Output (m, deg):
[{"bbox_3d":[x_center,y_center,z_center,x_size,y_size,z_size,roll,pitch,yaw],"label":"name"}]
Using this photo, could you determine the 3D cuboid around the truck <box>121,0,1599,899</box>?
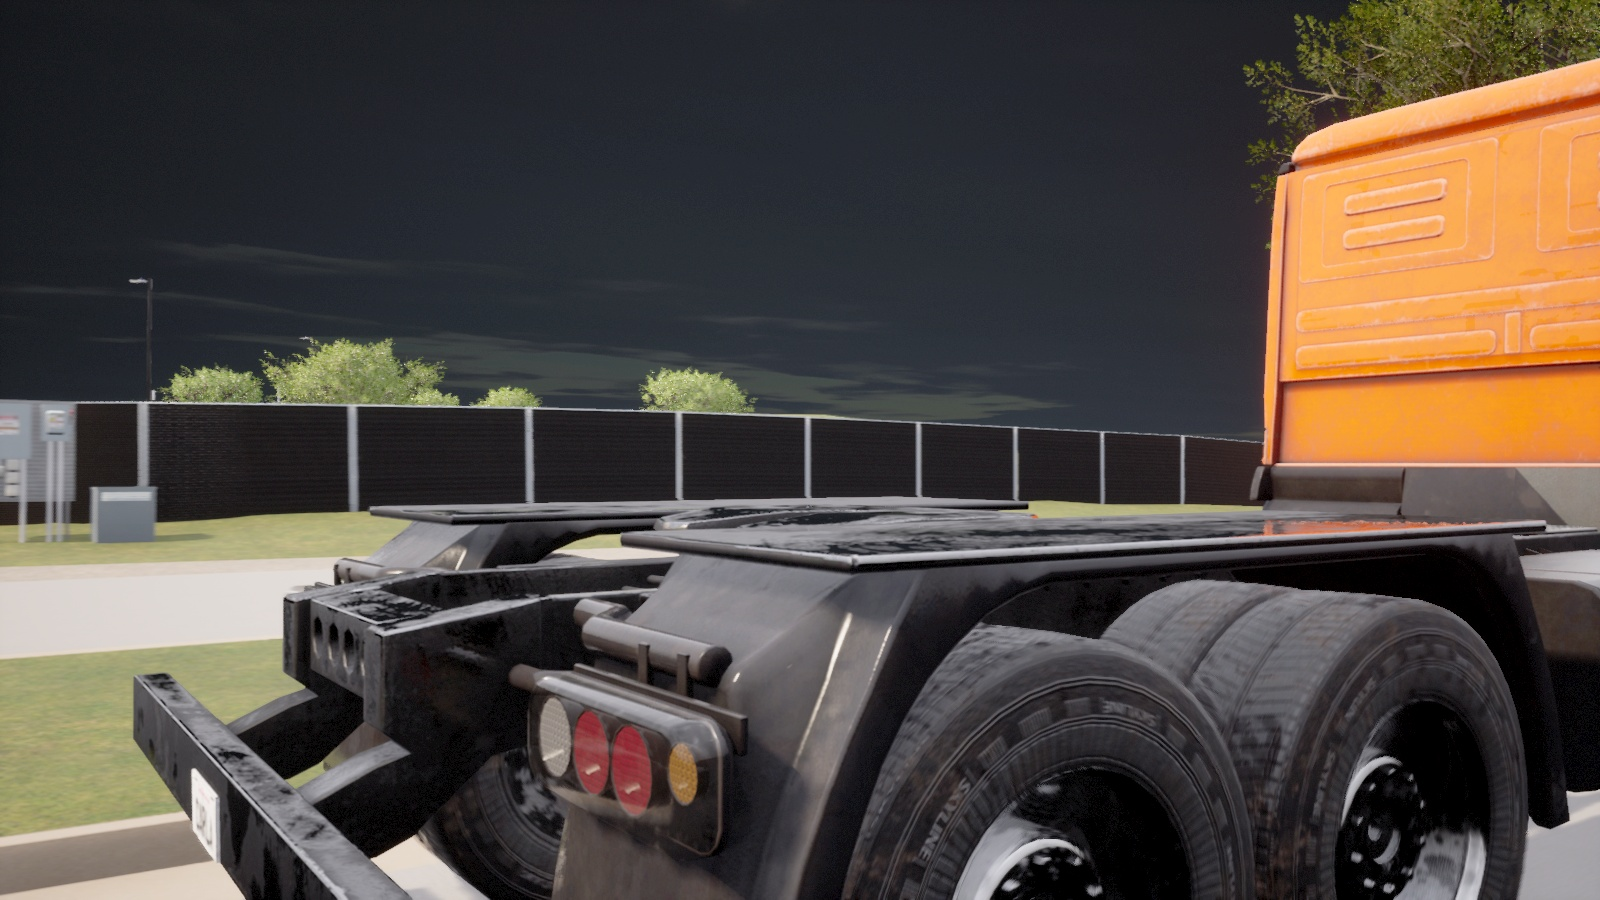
[{"bbox_3d":[1.949,-0.212,5.022,7.936,3.462,2.891,0,-1,-34],"label":"truck"}]
